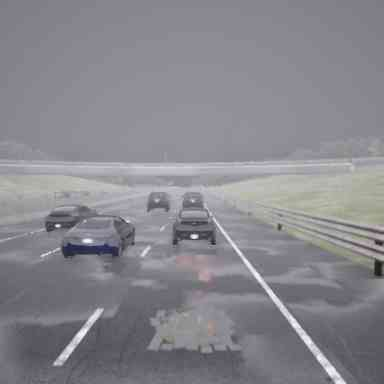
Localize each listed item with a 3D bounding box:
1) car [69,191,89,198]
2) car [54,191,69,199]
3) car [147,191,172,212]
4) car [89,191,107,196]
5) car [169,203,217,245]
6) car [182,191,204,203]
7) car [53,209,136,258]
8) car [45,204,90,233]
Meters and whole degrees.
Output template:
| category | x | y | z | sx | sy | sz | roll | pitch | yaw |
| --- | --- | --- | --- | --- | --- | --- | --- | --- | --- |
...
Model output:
| category | x | y | z | sx | sy | sz | roll | pitch | yaw |
| --- | --- | --- | --- | --- | --- | --- | --- | --- | --- |
| car | -21.009 | 0.591 | 63.449 | 2.128 | 1.511 | 4.902 | 0 | 1 | 0 |
| car | -24.506 | 0.607 | 63.022 | 2.128 | 1.511 | 4.902 | 0 | 1 | 0 |
| car | -3.413 | 0.950 | 35.026 | 2.150 | 2.045 | 5.566 | 0 | 1 | 0 |
| car | -17.511 | 0.563 | 63.338 | 1.882 | 1.535 | 5.008 | 0 | 1 | 0 |
| car | 0.097 | 1.491 | 15.535 | 1.837 | 1.490 | 4.892 | 0 | 0 | 0 |
| car | 0.099 | 0.951 | 34.988 | 2.150 | 2.045 | 5.566 | 0 | 1 | 0 |
| car | -3.400 | 1.558 | 12.838 | 1.994 | 1.385 | 4.181 | 0 | 0 | 0 |
| car | -6.901 | 1.464 | 19.548 | 1.837 | 1.490 | 4.892 | 0 | 1 | 0 |
